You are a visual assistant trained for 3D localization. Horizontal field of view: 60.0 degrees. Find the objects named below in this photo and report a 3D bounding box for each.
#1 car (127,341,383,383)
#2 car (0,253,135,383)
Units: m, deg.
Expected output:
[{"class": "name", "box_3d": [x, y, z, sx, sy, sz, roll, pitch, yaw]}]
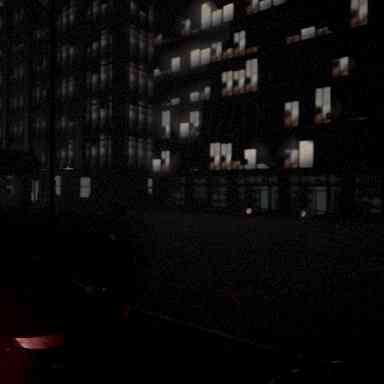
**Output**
[{"class": "car", "box_3d": [1.957, 1.571, 1.470, 4.313, 1.339, 1.947, 0, 1, 36]}, {"class": "car", "box_3d": [-2.636, 1.554, 4.747, 4.206, 1.307, 1.802, 0, 1, 36]}]
